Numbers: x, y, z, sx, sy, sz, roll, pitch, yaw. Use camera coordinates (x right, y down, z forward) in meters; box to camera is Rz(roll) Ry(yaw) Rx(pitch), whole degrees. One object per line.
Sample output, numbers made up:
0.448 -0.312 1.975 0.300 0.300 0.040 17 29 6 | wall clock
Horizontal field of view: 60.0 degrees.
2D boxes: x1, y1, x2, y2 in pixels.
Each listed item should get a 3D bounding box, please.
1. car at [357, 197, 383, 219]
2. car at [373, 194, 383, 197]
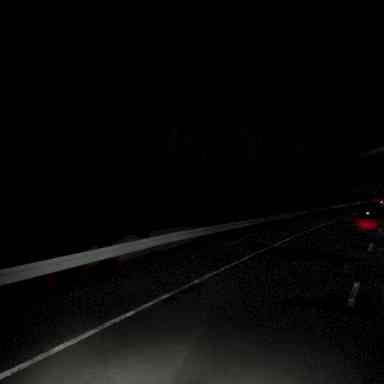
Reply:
16.006 1.505 29.643 1.837 1.490 4.892 0 0 35 | car
22.052 1.221 38.191 2.150 2.045 5.566 0 0 35 | car
